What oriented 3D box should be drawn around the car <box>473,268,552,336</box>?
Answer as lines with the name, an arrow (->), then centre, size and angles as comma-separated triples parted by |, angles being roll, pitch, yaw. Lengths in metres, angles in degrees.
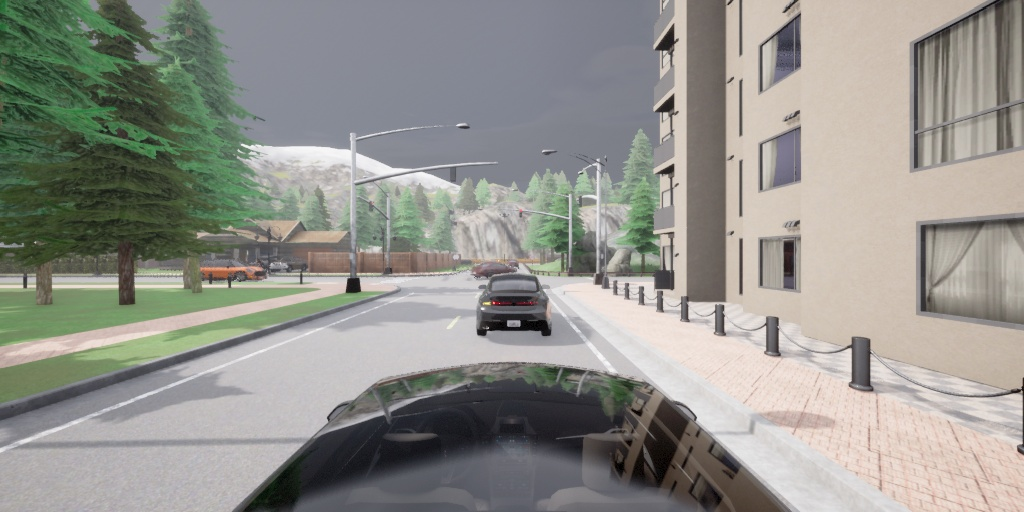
car -> 0.062, 1.255, 10.382 | 1.837, 1.490, 4.892 | 0, 0, 0

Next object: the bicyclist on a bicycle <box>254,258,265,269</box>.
bicyclist on a bicycle -> -24.546, 1.016, 34.882 | 0.582, 1.620, 1.656 | 0, 0, -1

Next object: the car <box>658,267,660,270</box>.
car -> 16.028, 0.987, 32.081 | 5.566, 2.045, 2.150 | 0, 0, -1

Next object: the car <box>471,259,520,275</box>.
car -> -1.547, 1.271, 31.806 | 1.812, 1.442, 4.674 | 1, 1, 44

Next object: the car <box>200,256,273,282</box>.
car -> -21.464, 1.088, 27.456 | 4.553, 1.767, 2.097 | 0, 0, -1

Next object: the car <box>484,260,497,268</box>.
car -> -3.550, 1.351, 60.392 | 1.895, 1.301, 4.718 | 0, 0, 0
